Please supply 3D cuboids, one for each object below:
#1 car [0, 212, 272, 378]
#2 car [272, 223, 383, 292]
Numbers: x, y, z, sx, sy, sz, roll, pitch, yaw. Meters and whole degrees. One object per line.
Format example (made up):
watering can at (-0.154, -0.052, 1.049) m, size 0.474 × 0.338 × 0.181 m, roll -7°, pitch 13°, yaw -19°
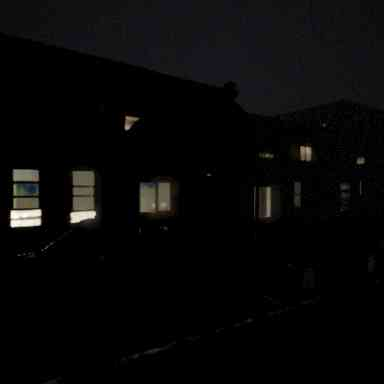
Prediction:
car at (-1.214, 1.318, 5.700) m, size 5.009 × 1.841 × 2.192 m, roll 0°, pitch -1°, yaw -36°
car at (3.299, 1.554, 8.919) m, size 4.507 × 1.381 × 1.887 m, roll 0°, pitch -1°, yaw -36°
